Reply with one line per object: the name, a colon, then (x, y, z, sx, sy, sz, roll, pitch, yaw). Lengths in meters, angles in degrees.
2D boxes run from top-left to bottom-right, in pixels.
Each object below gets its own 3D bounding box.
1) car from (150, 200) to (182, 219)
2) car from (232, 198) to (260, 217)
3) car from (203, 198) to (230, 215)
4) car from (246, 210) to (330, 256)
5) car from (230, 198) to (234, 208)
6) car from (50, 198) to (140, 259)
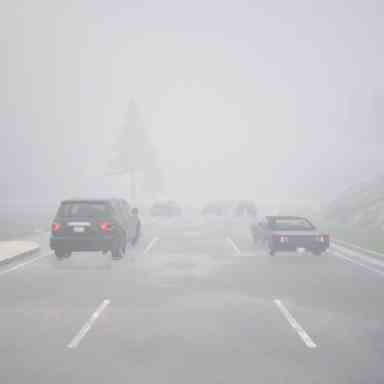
car: (-2.228, 1.491, 29.639, 2.128, 1.511, 4.902, 0, 0, 12)
car: (5.166, 1.505, 30.842, 1.837, 1.490, 4.892, -1, 0, 14)
car: (2.317, 1.526, 33.405, 1.812, 1.442, 4.674, 0, 0, 15)
car: (3.605, 1.601, 13.178, 1.895, 1.301, 4.718, 0, 0, 0)
car: (5.027, 1.526, 43.250, 1.812, 1.442, 4.674, 0, 0, 16)
car: (-3.396, 1.221, 12.689, 2.150, 2.045, 5.566, 0, 0, 0)
